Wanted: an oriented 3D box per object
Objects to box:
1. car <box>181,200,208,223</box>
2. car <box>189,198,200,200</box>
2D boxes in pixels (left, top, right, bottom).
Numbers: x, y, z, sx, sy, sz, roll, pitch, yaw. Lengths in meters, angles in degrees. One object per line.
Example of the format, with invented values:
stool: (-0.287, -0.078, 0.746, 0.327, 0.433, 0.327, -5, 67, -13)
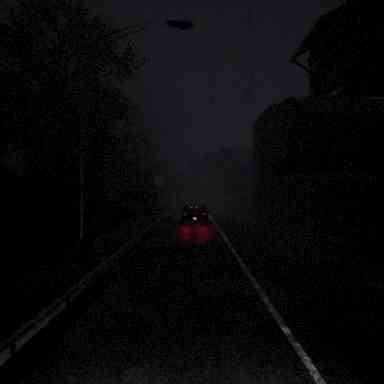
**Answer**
car: (0.208, 1.528, 24.836, 1.895, 1.301, 4.718, 0, 0, 0)
car: (0.286, 1.592, 41.556, 2.097, 1.767, 4.553, 0, -1, 0)
